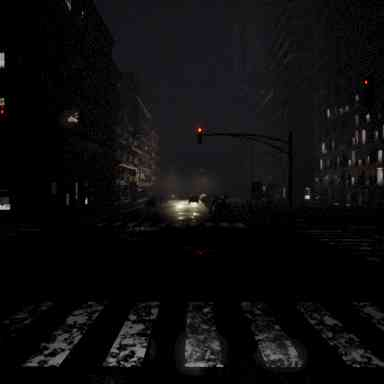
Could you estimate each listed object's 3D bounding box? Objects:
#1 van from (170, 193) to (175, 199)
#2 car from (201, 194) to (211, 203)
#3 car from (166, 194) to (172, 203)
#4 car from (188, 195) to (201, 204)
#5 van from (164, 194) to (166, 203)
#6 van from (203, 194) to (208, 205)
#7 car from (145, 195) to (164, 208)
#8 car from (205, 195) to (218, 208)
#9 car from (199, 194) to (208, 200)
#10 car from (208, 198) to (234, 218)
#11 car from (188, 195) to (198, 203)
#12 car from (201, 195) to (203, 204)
[{"bbox_3d":[-5.473,1.239,75.099,1.690,1.788,3.998,-1,0,0],"label":"van"},{"bbox_3d":[2.864,1.351,69.459,1.967,1.590,4.097,-1,0,0],"label":"car"},{"bbox_3d":[-5.506,1.467,63.806,1.887,1.381,4.507,-1,0,0],"label":"car"},{"bbox_3d":[0.287,1.433,60.856,1.837,1.490,4.892,0,0,0],"label":"car"},{"bbox_3d":[-5.544,1.284,52.514,1.690,1.788,3.998,-1,0,0],"label":"van"},{"bbox_3d":[2.787,1.293,46.876,1.690,1.788,3.998,-1,0,0],"label":"van"},{"bbox_3d":[-5.558,1.518,46.869,1.947,1.339,4.313,-1,0,0],"label":"car"},{"bbox_3d":[2.753,1.408,35.584,1.967,1.590,4.097,-1,0,0],"label":"car"},{"bbox_3d":[2.947,1.309,86.396,1.967,1.590,4.097,-1,0,0],"label":"car"},{"bbox_3d":[2.737,1.520,29.938,1.887,1.381,4.507,-1,0,0],"label":"car"},{"bbox_3d":[0.243,1.424,71.058,2.128,1.511,4.902,0,0,0],"label":"car"},{"bbox_3d":[2.807,1.488,52.522,1.887,1.381,4.507,-1,0,0],"label":"car"}]
